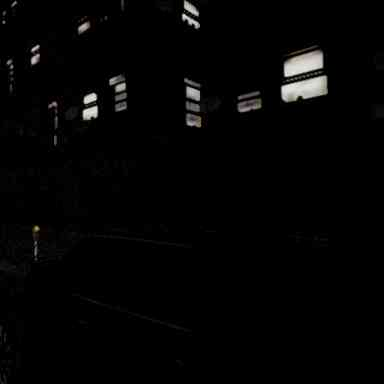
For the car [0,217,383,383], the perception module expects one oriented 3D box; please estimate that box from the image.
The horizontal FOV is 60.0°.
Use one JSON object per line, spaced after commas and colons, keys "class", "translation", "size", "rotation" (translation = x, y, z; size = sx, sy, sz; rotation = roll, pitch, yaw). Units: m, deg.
{"class": "car", "translation": [-0.127, 1.277, 3.406], "size": [5.566, 2.045, 2.150], "rotation": [0, -1, 41]}
